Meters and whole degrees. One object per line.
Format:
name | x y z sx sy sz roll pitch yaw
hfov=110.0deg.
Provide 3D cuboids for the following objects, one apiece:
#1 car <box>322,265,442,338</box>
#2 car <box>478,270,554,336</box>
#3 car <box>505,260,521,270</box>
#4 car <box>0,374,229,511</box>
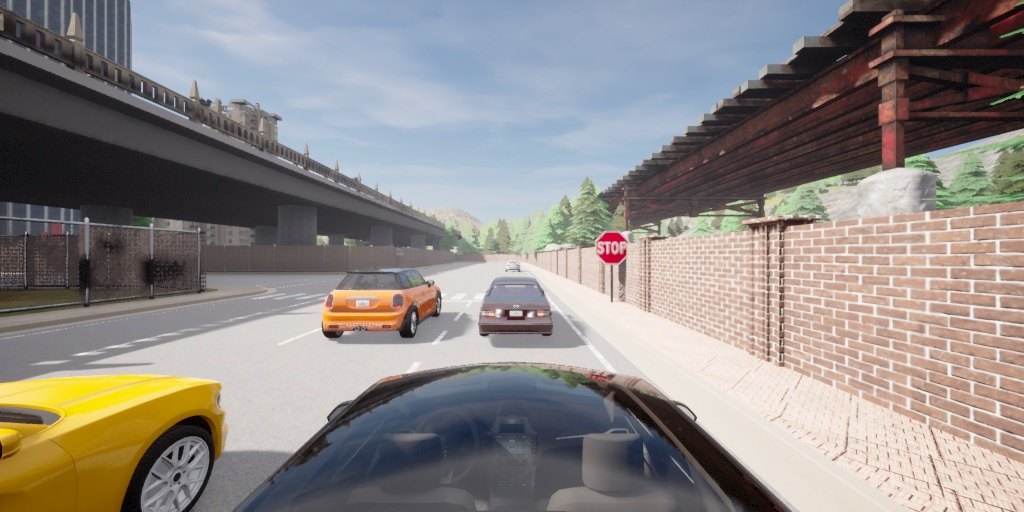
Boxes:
car | -3.414 1.102 10.312 2.097 1.767 4.553 0 0 0
car | 0.087 1.297 10.331 2.033 1.411 5.357 0 0 0
car | 0.110 1.276 46.214 1.812 1.442 4.674 0 0 -1
car | -3.397 1.228 1.054 1.882 1.535 5.008 0 0 0
